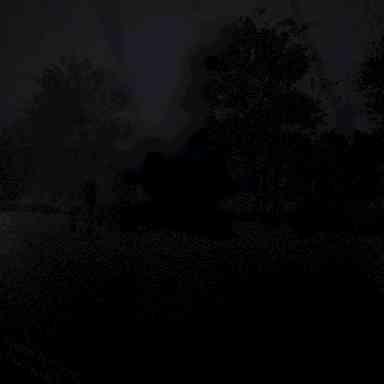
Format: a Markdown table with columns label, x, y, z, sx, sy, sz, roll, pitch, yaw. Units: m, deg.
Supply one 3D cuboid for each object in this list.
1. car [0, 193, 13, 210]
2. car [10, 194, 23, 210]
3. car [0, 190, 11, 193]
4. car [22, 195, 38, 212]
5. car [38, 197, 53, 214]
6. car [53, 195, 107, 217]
| label | x | y | z | sx | sy | sz | roll | pitch | yaw |
| --- | --- | --- | --- | --- | --- | --- | --- | --- | --- |
| car | -18.825 | 1.176 | 37.273 | 1.946 | 1.575 | 5.366 | 1 | 1 | 36 |
| car | -16.477 | 1.273 | 35.794 | 2.002 | 1.452 | 4.674 | 1 | 1 | 36 |
| car | -23.177 | 0.819 | 40.697 | 2.435 | 2.045 | 5.566 | 1 | 1 | 36 |
| car | -14.251 | 1.316 | 34.145 | 2.163 | 1.488 | 4.792 | 1 | 1 | 36 |
| car | -12.073 | 1.213 | 32.639 | 2.185 | 1.767 | 4.553 | 1 | 1 | 36 |
| car | -9.854 | 1.392 | 30.983 | 2.097 | 1.535 | 5.008 | 1 | 1 | 36 |
